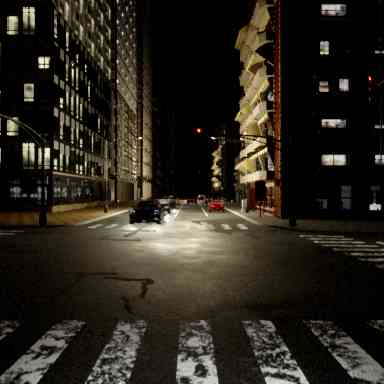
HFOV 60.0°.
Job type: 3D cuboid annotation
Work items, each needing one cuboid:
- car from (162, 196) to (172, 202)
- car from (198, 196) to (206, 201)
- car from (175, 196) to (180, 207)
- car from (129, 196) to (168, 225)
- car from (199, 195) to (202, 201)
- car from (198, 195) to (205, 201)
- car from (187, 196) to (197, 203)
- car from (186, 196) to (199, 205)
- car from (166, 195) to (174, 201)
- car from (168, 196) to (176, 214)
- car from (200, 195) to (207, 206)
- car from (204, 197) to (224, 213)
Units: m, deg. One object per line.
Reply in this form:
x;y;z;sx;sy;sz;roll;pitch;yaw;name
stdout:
-5.823;1.589;78.386;2.008;1.369;4.403;0;0;0;car
2.547;1.626;84.049;1.802;1.307;4.206;0;0;0;car
-3.153;1.615;46.441;1.895;1.301;4.718;0;0;0;car
-3.138;1.350;23.893;2.097;1.767;4.553;0;0;0;car
2.597;1.571;55.806;2.008;1.369;4.403;0;0;0;car
2.537;1.491;89.698;1.967;1.590;4.097;0;0;0;car
-0.033;1.594;70.302;1.994;1.385;4.181;0;0;0;car
-0.004;1.528;59.991;1.837;1.490;4.892;0;0;0;car
-5.843;1.596;89.683;1.887;1.381;4.507;0;0;0;car
-3.155;1.501;35.385;2.128;1.511;4.902;0;0;0;car
2.606;1.567;50.158;2.008;1.369;4.403;0;0;0;car
2.679;1.591;37.241;1.802;1.307;4.206;0;0;0;car
